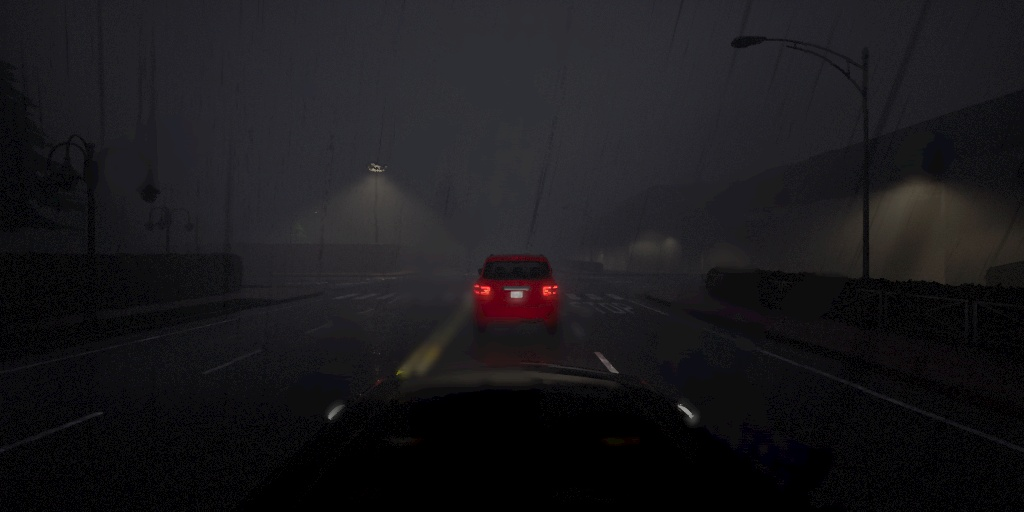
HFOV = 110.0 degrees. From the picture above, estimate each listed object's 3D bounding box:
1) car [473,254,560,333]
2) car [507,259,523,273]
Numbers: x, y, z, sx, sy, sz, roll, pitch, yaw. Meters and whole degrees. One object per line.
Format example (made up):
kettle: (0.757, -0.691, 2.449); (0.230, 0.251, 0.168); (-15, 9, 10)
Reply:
car: (0.122, 0.971, 10.828); (2.150, 2.045, 5.566); (0, 0, 0)
car: (0.356, 1.228, 45.587); (1.882, 1.535, 5.008); (0, 0, 1)
